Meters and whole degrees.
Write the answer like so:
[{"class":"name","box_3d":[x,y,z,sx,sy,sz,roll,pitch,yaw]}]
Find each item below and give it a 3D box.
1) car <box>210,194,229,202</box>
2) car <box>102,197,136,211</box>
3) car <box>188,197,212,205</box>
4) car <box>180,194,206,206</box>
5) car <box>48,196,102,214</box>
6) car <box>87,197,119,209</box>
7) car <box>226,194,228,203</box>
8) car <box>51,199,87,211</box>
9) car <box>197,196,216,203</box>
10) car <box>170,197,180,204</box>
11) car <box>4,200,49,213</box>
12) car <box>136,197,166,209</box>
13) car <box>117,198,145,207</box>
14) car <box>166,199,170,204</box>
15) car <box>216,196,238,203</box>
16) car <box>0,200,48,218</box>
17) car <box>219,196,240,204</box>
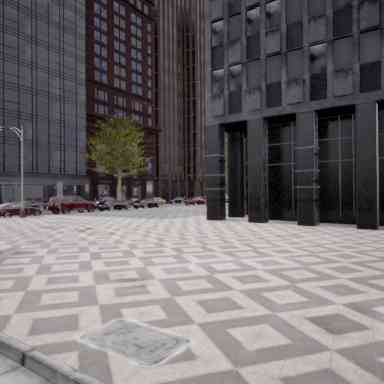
[{"class":"car","box_3d":[6.371,1.298,75.940,2.192,1.841,5.009,-1,0,35]},{"class":"car","box_3d":[-8.976,1.526,38.579,1.947,1.339,4.313,-1,0,35]},{"class":"car","box_3d":[1.455,1.541,58.284,1.895,1.301,4.718,-1,0,34]},{"class":"car","box_3d":[0.609,1.464,52.517,1.887,1.381,4.507,-1,0,35]},{"class":"car","box_3d":[-12.173,1.291,33.935,2.192,1.841,5.009,-1,0,35]},{"class":"car","box_3d":[-12.803,1.486,48.060,1.967,1.590,4.097,-1,0,35]},{"class":"car","box_3d":[3.803,1.224,57.164,2.192,1.841,5.009,-1,0,35]},{"class":"car","box_3d":[-15.997,1.643,43.413,1.802,1.307,4.206,-1,0,35]},{"class":"car","box_3d":[3.177,1.537,71.293,1.887,1.381,4.507,-1,0,35]},{"class":"car","box_3d":[-3.214,1.576,62.000,1.947,1.339,4.313,-1,0,35]},{"class":"car","box_3d":[-19.193,1.644,38.767,1.947,1.339,4.313,-1,0,35]},{"class":"car","box_3d":[-5.781,1.510,43.225,1.947,1.339,4.313,-1,0,35]},{"class":"car","box_3d":[-9.606,1.615,52.706,1.802,1.307,4.206,-1,0,35]},{"class":"car","box_3d":[-6.507,1.546,57.212,1.752,1.417,4.829,-1,0,35]},{"class":"car","box_3d":[7.117,1.471,66.515,2.033,1.411,5.357,-1,0,35]},{"class":"car","box_3d":[-15.367,1.577,29.287,1.802,1.307,4.206,-1,0,35]},{"class":"car","box_3d":[7.001,1.465,61.808,1.947,1.339,4.313,-1,0,35]}]
